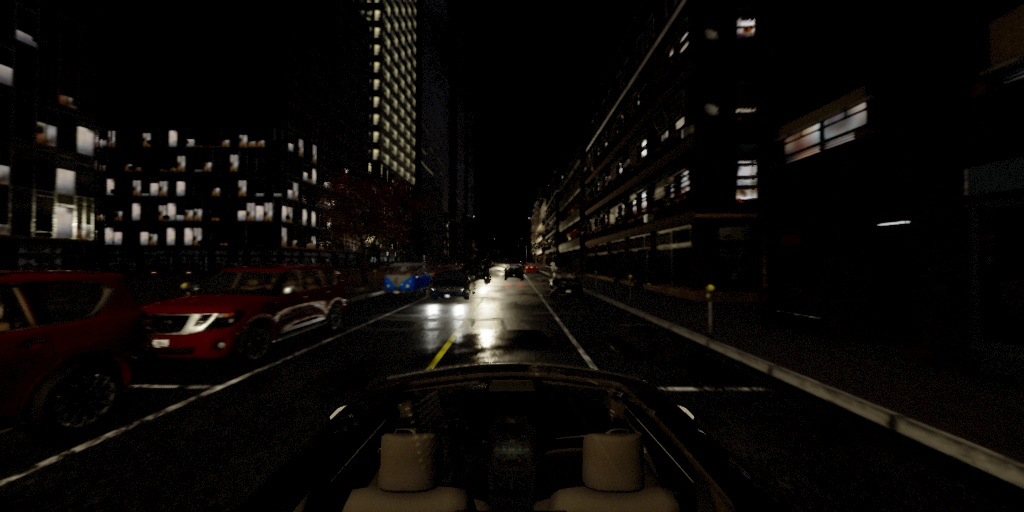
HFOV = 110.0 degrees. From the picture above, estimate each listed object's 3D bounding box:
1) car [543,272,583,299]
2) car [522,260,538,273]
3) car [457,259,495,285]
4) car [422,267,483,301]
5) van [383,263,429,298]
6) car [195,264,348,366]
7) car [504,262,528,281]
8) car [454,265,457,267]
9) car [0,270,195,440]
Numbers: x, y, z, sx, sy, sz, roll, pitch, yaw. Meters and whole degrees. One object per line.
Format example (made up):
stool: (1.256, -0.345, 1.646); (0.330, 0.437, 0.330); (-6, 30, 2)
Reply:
car: (2.741, 1.503, 19.582); (2.007, 1.370, 4.403); (0, 0, 0)
car: (2.858, 1.732, 53.464); (1.967, 1.591, 4.097); (0, 0, 0)
car: (-2.911, 1.267, 30.282); (2.150, 2.045, 5.566); (0, -1, 0)
car: (-2.952, 1.475, 19.043); (2.033, 1.411, 5.357); (0, -1, 0)
van: (-5.640, 1.265, 19.592); (1.690, 1.789, 3.998); (0, 0, 0)
car: (-5.679, 1.118, 8.300); (2.192, 1.841, 5.009); (0, 0, 0)
car: (0.197, 1.597, 35.306); (2.128, 1.511, 4.902); (0, -1, 0)
car: (-5.601, 1.623, 30.885); (1.802, 1.307, 4.207); (0, 0, 0)
car: (-5.698, 1.056, 2.653); (2.192, 1.841, 5.009); (0, 0, 0)
